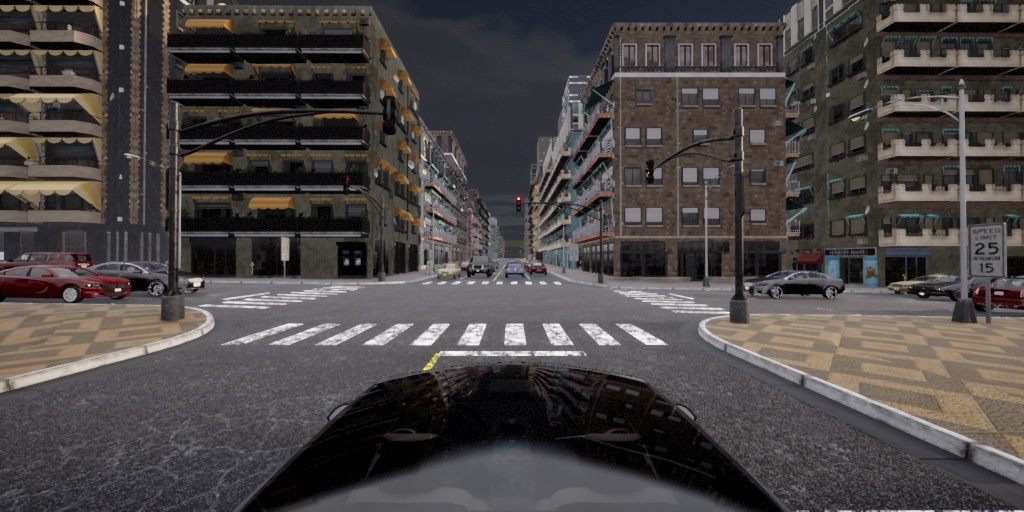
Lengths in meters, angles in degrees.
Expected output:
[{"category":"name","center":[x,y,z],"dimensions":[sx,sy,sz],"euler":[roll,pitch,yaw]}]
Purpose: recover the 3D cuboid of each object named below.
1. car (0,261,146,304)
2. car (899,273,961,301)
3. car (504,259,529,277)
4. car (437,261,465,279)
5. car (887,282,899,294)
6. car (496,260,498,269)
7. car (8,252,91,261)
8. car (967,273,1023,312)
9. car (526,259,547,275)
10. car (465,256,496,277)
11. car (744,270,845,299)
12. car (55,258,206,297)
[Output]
[{"category":"car","center":[-17.254,1.011,13.626],"dimensions":[4.507,1.381,1.888],"euler":[0,0,0]},{"category":"car","center":[25.178,1.732,19.710],"dimensions":[5.357,1.411,2.033],"euler":[1,-1,0]},{"category":"car","center":[0.223,1.305,35.072],"dimensions":[2.033,1.411,5.357],"euler":[0,0,-1]},{"category":"car","center":[-5.668,1.282,32.590],"dimensions":[1.751,1.417,4.829],"euler":[0,0,0]},{"category":"car","center":[26.261,1.754,22.272],"dimensions":[4.829,1.417,1.751],"euler":[0,0,0]},{"category":"car","center":[-3.068,1.265,45.206],"dimensions":[1.837,1.490,4.892],"euler":[0,0,0]},{"category":"car","center":[-28.632,0.686,21.928],"dimensions":[5.009,1.841,2.192],"euler":[0,0,0]},{"category":"car","center":[20.843,1.500,13.920],"dimensions":[4.097,1.591,1.967],"euler":[0,0,0]},{"category":"car","center":[2.717,1.303,38.263],"dimensions":[1.888,1.381,4.507],"euler":[0,0,0]},{"category":"car","center":[-3.076,0.979,35.167],"dimensions":[2.150,2.045,5.566],"euler":[0,0,0]},{"category":"car","center":[15.318,1.522,19.647],"dimensions":[4.902,1.511,2.128],"euler":[1,-1,-1]},{"category":"car","center":[-16.738,0.991,16.233],"dimensions":[4.902,1.511,2.128],"euler":[1,-1,-1]}]
